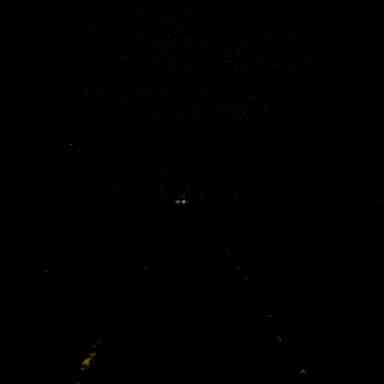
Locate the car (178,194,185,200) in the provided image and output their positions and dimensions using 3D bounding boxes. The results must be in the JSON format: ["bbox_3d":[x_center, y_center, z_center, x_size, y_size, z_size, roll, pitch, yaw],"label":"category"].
[{"bbox_3d":[-2.754,1.218,86.843,1.812,1.442,4.674,0,0,0],"label":"car"}]

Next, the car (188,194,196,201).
[{"bbox_3d":[-0.004,1.590,82.649,1.812,1.442,4.674,0,0,0],"label":"car"}]

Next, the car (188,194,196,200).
[{"bbox_3d":[-0.007,1.374,92.638,2.097,1.767,4.553,0,0,0],"label":"car"}]
